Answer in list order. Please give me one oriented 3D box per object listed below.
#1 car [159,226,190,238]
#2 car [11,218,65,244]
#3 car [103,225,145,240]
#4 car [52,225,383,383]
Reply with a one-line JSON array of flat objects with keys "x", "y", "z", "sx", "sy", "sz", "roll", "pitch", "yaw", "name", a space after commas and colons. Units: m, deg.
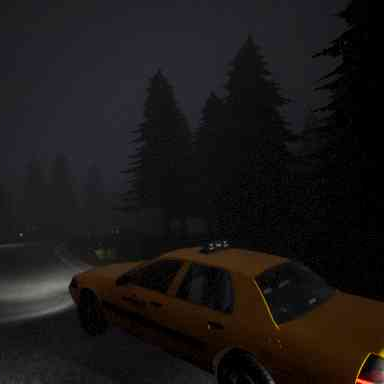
[{"x": -2.309, "y": 5.544, "z": 46.279, "sx": 1.882, "sy": 1.535, "sz": 5.008, "roll": -5, "pitch": -8, "yaw": 30, "name": "car"}, {"x": -12.734, "y": 3.228, "z": 28.174, "sx": 2.150, "sy": 2.045, "sz": 5.566, "roll": -4, "pitch": -7, "yaw": 7, "name": "car"}, {"x": -7.433, "y": 4.510, "z": 36.974, "sx": 2.033, "sy": 1.411, "sz": 5.357, "roll": -4, "pitch": -8, "yaw": 20, "name": "car"}, {"x": 0.125, "y": 1.441, "z": 4.751, "sx": 5.366, "sy": 1.575, "sz": 1.801, "roll": 0, "pitch": 1, "yaw": 43, "name": "car"}]
